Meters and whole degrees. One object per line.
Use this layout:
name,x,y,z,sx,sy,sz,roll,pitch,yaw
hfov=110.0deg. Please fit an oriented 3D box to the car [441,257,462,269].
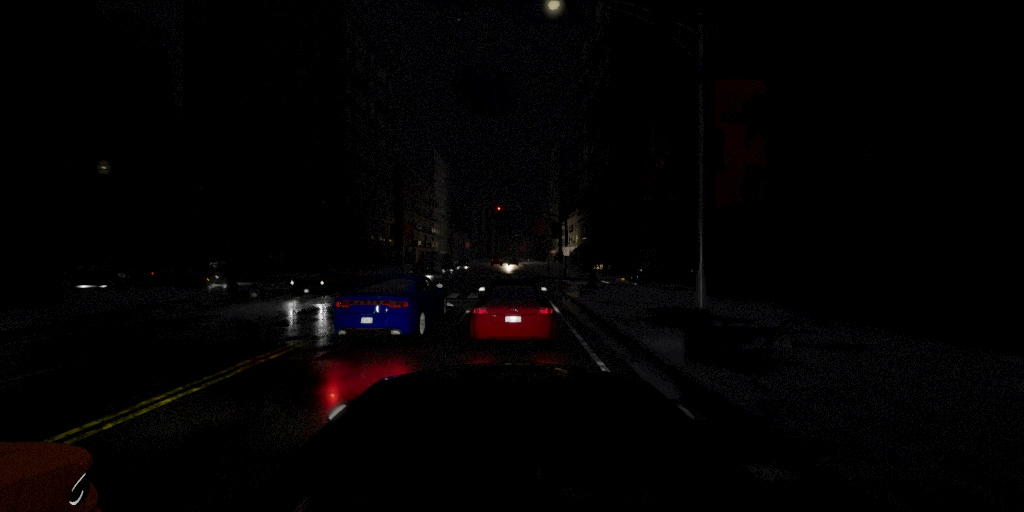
car,-9.668,1.292,55.936,2.033,1.411,5.357,0,0,0

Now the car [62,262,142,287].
car,-25.351,1.172,22.500,4.097,1.591,1.967,0,0,0

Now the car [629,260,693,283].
car,11.631,1.140,28.061,4.553,1.767,2.097,0,0,2

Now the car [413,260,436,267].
car,-9.725,1.254,40.076,1.837,1.490,4.892,0,0,0

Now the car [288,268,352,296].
car,-9.797,1.343,19.305,1.895,1.301,4.718,0,0,0

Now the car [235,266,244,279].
car,-25.283,1.330,30.524,4.313,1.339,1.948,0,0,0

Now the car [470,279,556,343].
car,0.029,1.314,9.648,1.994,1.385,4.181,0,0,0

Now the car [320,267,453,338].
car,-3.122,1.228,10.176,1.882,1.535,5.008,0,0,0

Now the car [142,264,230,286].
car,-22.523,1.307,25.018,4.181,1.385,1.994,0,0,1
